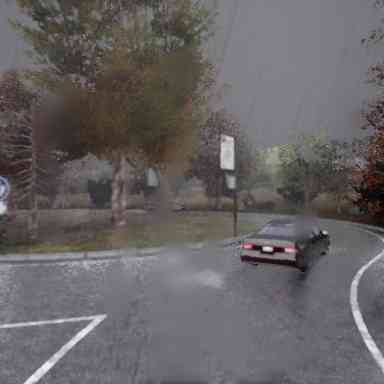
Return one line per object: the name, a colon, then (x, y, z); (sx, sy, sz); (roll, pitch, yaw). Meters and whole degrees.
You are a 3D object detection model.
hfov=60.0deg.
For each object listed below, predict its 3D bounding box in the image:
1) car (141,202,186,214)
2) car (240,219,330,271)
car: (-3.484, 1.842, 40.492); (5.357, 1.411, 2.033); (1, 0, 15)
car: (3.381, 1.646, 11.380); (2.033, 1.411, 5.357); (0, -1, 31)
